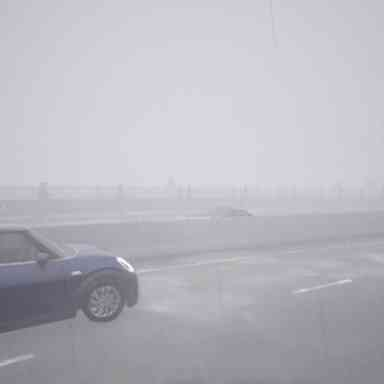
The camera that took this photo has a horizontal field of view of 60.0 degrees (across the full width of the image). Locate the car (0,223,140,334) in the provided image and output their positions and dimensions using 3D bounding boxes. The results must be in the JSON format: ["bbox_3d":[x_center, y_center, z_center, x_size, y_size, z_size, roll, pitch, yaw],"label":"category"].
[{"bbox_3d":[-3.189,1.318,5.609,4.553,1.767,2.097,0,0,-35],"label":"car"}]

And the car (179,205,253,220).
[{"bbox_3d":[1.631,1.532,17.021,4.718,1.301,1.895,0,0,-28],"label":"car"}]
